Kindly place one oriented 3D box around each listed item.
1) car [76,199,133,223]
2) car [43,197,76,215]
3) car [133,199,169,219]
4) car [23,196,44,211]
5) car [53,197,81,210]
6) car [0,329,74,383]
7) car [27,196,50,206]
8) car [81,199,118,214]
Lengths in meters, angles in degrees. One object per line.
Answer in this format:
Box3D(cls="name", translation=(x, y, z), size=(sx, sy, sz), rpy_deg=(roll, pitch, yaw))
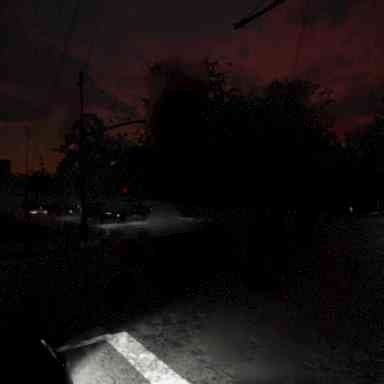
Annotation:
Box3D(cls="car", translation=(-6.491, 1.338, 24.358), size=(1.837, 1.490, 4.892), rpy_deg=(-1, 1, -39))
Box3D(cls="car", translation=(-12.244, 1.443, 31.535), size=(1.895, 1.301, 4.718), rpy_deg=(-1, 1, -39))
Box3D(cls="car", translation=(-3.696, 1.292, 26.468), size=(1.812, 1.442, 4.674), rpy_deg=(-1, 1, -39))
Box3D(cls="car", translation=(-18.749, 1.400, 39.651), size=(2.033, 1.411, 5.357), rpy_deg=(-1, 1, -39))
Box3D(cls="car", translation=(-15.544, 1.350, 41.250), size=(1.994, 1.385, 4.181), rpy_deg=(-1, 1, -39))
Box3D(cls="car", translation=(-2.790, 1.589, 1.844), size=(4.181, 1.385, 1.994), rpy_deg=(-1, 1, -38))
Box3D(cls="car", translation=(-23.912, 1.346, 51.791), size=(2.033, 1.411, 5.357), rpy_deg=(-1, 1, -38))
Box3D(cls="car", translation=(-9.392, 1.377, 33.573), size=(1.895, 1.301, 4.718), rpy_deg=(-1, 1, -39))
